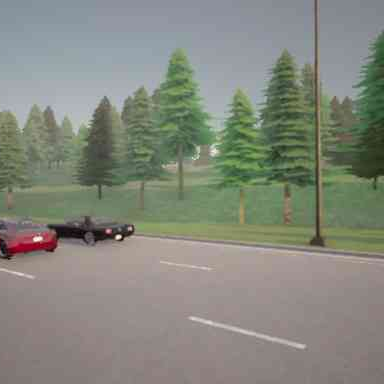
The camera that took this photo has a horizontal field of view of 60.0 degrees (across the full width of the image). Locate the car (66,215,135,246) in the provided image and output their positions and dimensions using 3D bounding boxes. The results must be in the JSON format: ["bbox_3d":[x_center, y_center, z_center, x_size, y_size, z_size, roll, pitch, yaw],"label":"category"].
[{"bbox_3d":[-5.070,1.749,16.100,4.718,1.301,1.895,-1,0,36],"label":"car"}]

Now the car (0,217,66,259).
[{"bbox_3d":[-7.277,1.714,13.378,4.181,1.385,1.994,-1,0,36],"label":"car"}]
